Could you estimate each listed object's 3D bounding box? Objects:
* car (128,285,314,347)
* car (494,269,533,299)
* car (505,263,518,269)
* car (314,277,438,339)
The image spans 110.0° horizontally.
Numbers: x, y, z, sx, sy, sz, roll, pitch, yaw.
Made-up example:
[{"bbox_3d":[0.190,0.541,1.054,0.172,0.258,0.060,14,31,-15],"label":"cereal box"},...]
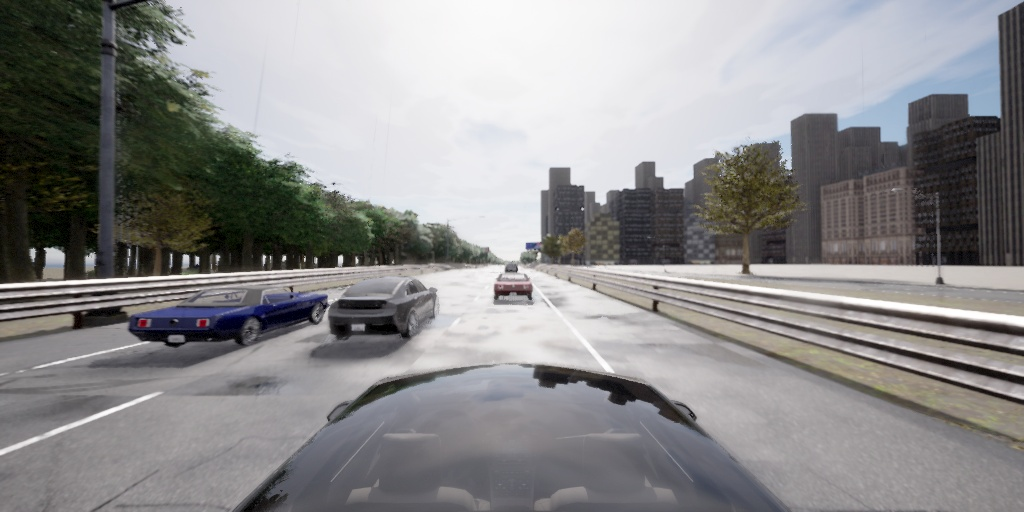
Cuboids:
[{"bbox_3d":[-6.911,1.434,9.608,1.895,1.301,4.718,0,-1,0],"label":"car"},{"bbox_3d":[0.054,1.532,19.195,1.895,1.301,4.718,0,-1,0],"label":"car"},{"bbox_3d":[-0.082,1.814,53.171,2.033,1.649,4.856,0,-1,0],"label":"car"},{"bbox_3d":[-3.415,1.346,10.367,1.837,1.490,4.892,0,0,0],"label":"car"}]
